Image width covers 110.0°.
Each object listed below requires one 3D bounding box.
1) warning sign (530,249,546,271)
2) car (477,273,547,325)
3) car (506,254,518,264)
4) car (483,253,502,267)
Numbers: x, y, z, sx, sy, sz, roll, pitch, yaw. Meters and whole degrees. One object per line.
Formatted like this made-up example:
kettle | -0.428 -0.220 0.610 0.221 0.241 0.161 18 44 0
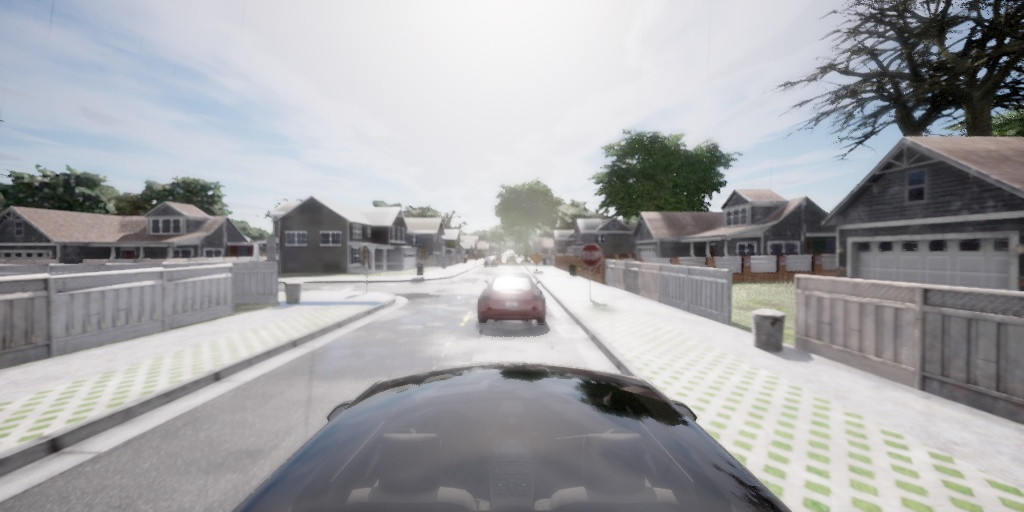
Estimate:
warning sign | 2.453 0.537 35.385 1.300 1.860 1.060 0 0 0
car | 0.016 1.222 11.502 1.994 1.385 4.181 0 1 1
car | -0.079 0.622 63.997 1.812 1.442 4.674 0 1 0
car | -2.929 0.751 50.008 2.128 1.511 4.902 0 1 0
